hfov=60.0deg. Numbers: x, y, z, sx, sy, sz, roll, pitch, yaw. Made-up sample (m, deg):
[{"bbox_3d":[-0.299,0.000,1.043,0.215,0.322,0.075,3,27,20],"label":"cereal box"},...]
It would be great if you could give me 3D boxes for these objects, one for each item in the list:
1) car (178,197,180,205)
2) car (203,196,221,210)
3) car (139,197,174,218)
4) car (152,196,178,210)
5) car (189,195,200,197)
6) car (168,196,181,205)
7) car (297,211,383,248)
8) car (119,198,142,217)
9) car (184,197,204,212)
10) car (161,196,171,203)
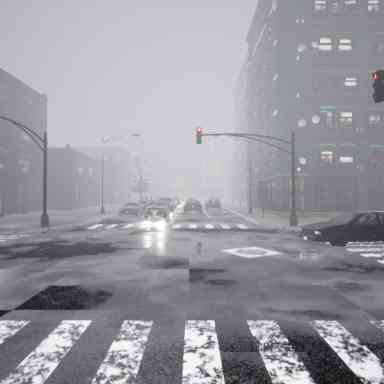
[{"bbox_3d":[-3.083,1.537,47.919,1.812,1.442,4.674,0,0,0],"label":"car"},{"bbox_3d":[2.714,1.450,43.185,1.967,1.590,4.097,1,0,0],"label":"car"},{"bbox_3d":[-3.092,1.499,29.905,2.128,1.511,4.902,0,0,0],"label":"car"},{"bbox_3d":[-3.089,1.361,38.924,2.097,1.767,4.553,0,0,0],"label":"car"},{"bbox_3d":[0.033,1.493,61.821,1.882,1.535,5.008,0,0,0],"label":"car"},{"bbox_3d":[-3.042,1.492,58.345,1.882,1.535,5.008,0,0,1],"label":"car"},{"bbox_3d":[7.373,1.507,14.233,5.357,1.411,2.033,-1,-1,-7],"label":"car"},{"bbox_3d":[-5.747,1.552,31.757,1.887,1.381,4.507,1,0,0],"label":"car"},{"bbox_3d":[0.113,1.573,39.072,1.994,1.385,4.181,0,0,0],"label":"car"},{"bbox_3d":[-5.664,1.600,71.559,1.802,1.307,4.206,1,0,0],"label":"car"}]
